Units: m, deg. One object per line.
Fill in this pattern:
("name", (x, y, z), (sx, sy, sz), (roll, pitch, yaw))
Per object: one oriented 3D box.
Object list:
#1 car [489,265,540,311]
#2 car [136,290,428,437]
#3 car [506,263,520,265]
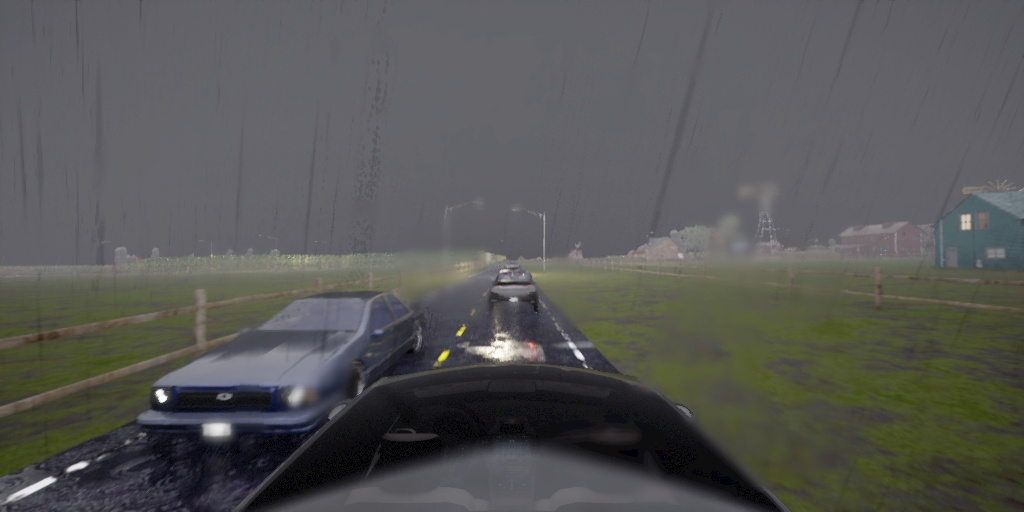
("car", (0.090, 1.315, 14.823), (2.128, 1.511, 4.902), (0, 0, 0))
("car", (-2.852, 1.322, 6.141), (2.033, 1.411, 5.357), (0, 0, 0))
("car", (0.075, 1.444, 35.255), (1.837, 1.490, 4.892), (0, 0, 0))
